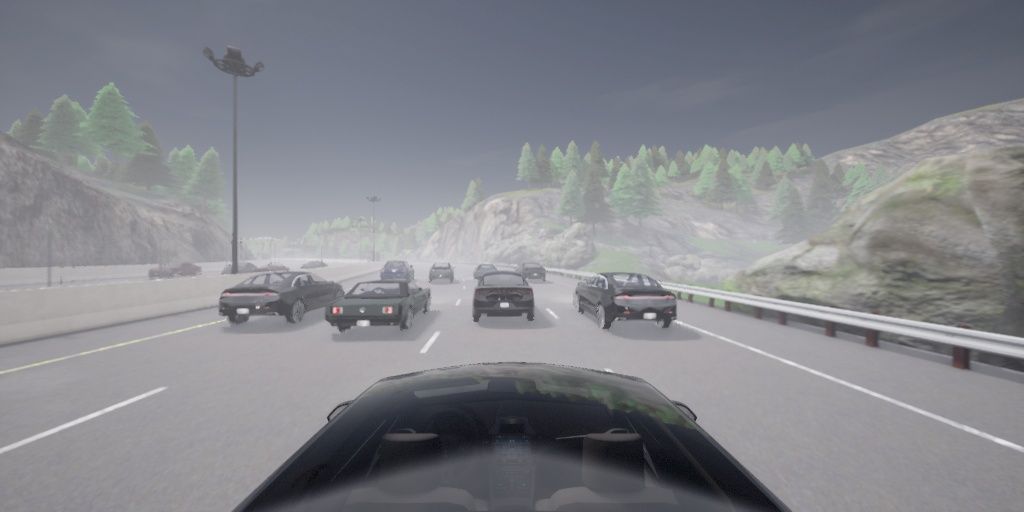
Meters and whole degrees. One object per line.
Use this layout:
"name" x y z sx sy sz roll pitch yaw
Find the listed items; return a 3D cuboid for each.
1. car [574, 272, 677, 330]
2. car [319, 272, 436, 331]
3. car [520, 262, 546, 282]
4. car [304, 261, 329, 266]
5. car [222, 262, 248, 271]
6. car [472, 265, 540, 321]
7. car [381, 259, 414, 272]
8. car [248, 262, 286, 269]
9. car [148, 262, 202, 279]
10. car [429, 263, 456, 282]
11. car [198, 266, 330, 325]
"car" 3.234 1.238 11.117 2.128 1.511 4.902 0 0 -3
"car" -3.748 1.361 11.015 1.895 1.301 4.718 0 0 -3
"car" 1.395 1.235 29.340 1.882 1.535 5.008 0 0 -8
"car" -22.317 1.285 40.728 1.882 1.535 5.008 0 0 -13
"car" -28.958 1.345 38.427 1.812 1.442 4.674 0 0 -13
"car" -0.356 1.232 12.591 1.882 1.535 5.008 0 0 -3
"car" -9.184 1.130 29.025 2.097 1.767 4.553 0 0 -9
"car" -25.180 1.413 37.586 1.895 1.301 4.718 0 0 -12
"car" -31.527 1.301 33.708 1.882 1.535 5.008 0 0 -12
"car" -5.595 1.262 28.775 2.128 1.511 4.902 0 0 -9
"car" -7.332 1.260 12.005 2.128 1.511 4.902 0 0 -3
